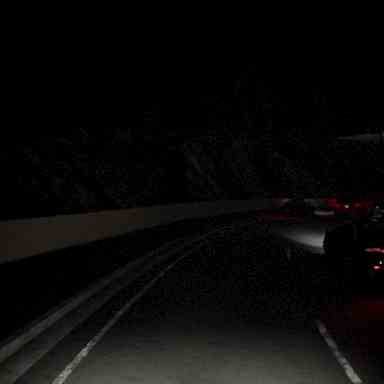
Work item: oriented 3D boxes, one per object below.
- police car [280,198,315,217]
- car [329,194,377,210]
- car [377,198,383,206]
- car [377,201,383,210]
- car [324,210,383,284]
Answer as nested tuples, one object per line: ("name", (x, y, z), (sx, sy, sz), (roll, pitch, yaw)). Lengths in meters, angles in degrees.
("police car", (9.915, 1.393, 31.044), (1.930, 1.638, 5.238), (0, 0, 38))
("car", (13.607, 1.220, 27.895), (2.150, 2.045, 5.566), (0, 0, 37))
("car", (24.432, 1.521, 43.957), (4.892, 1.490, 1.837), (0, 0, -31))
("car", (13.725, 1.564, 22.050), (2.033, 1.411, 5.357), (0, 0, 32))
("car", (5.041, 1.493, 9.408), (2.128, 1.511, 4.902), (0, 0, 12))
